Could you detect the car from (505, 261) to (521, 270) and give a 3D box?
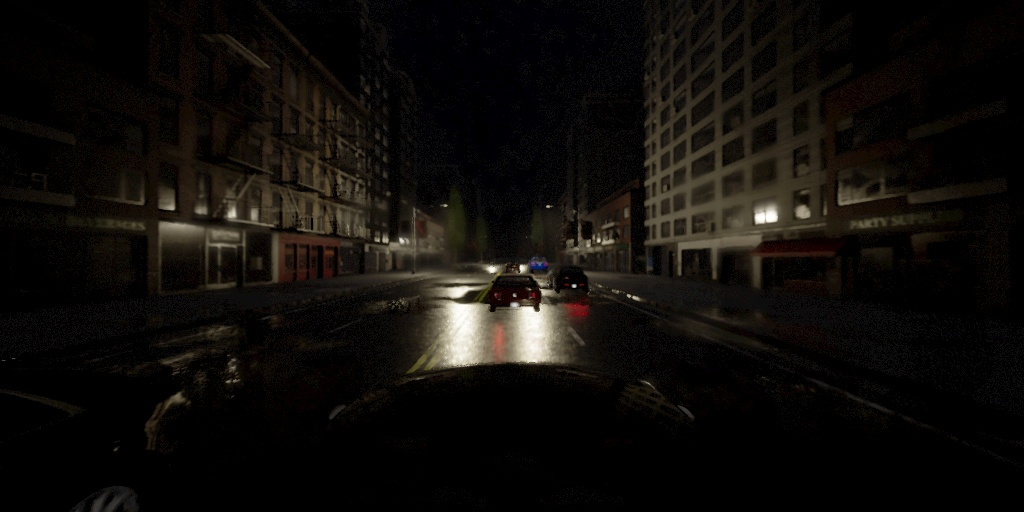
[{"bbox_3d":[0.117,1.471,48.680,1.837,1.490,4.892,0,-1,0],"label":"car"}]

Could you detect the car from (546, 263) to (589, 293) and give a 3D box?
[{"bbox_3d":[3.358,1.354,21.770,1.837,1.490,4.892,0,0,0],"label":"car"}]

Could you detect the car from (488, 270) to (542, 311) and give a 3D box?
[{"bbox_3d":[0.105,1.414,14.715,1.895,1.301,4.718,0,0,0],"label":"car"}]

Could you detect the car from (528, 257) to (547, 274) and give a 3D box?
[{"bbox_3d":[3.366,1.179,46.276,2.150,2.045,5.566,0,0,0],"label":"car"}]

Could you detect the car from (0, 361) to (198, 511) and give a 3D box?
[{"bbox_3d":[-3.341,1.250,0.700,1.837,1.490,4.892,0,0,0],"label":"car"}]
